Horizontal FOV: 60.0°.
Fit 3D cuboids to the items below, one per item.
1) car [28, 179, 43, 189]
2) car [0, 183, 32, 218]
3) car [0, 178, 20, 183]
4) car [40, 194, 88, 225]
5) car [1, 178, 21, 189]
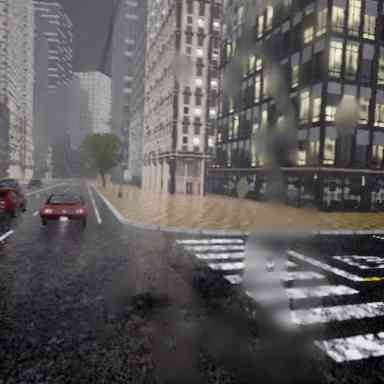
[{"bbox_3d":[-24.483,-1.242,52.055,1.837,1.490,4.892,1,2,-18],"label":"car"},{"bbox_3d":[-9.788,0.477,17.148,1.812,1.442,4.674,1,2,-18],"label":"car"},{"bbox_3d":[-18.716,-0.461,33.752,2.128,1.511,4.902,1,2,-18],"label":"car"},{"bbox_3d":[-5.942,0.730,15.839,1.895,1.301,4.718,1,2,-18],"label":"car"},{"bbox_3d":[-27.424,-1.344,50.569,1.837,1.490,4.892,1,2,-18],"label":"car"}]
